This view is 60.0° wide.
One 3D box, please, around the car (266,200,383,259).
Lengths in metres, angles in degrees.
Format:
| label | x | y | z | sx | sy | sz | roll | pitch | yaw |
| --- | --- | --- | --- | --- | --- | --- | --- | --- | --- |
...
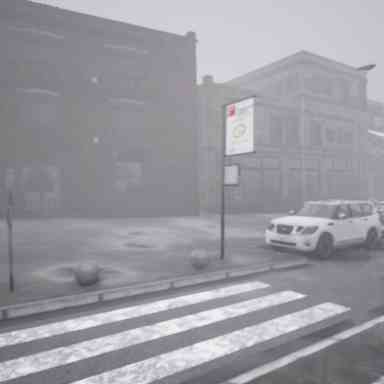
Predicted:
| label | x | y | z | sx | sy | sz | roll | pitch | yaw |
| --- | --- | --- | --- | --- | --- | --- | --- | --- | --- |
| car | 5.496 | 1.348 | 13.492 | 5.566 | 2.045 | 2.435 | 1 | 0 | -35 |
